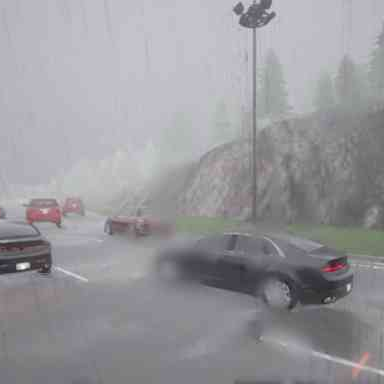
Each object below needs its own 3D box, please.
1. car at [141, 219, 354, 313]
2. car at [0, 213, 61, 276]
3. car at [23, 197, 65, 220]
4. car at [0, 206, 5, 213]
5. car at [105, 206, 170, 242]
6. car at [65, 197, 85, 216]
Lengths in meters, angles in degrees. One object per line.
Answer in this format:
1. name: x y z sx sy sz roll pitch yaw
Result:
1. car: 1.164 1.589 7.954 4.892 1.490 1.837 0 0 40
2. car: -5.775 1.592 10.008 1.837 1.490 4.892 0 0 -42
3. car: -10.914 1.436 24.209 2.150 2.045 5.566 0 -1 -28
4. car: -17.449 1.848 29.147 1.895 1.301 4.718 0 -1 -27
5. car: -2.969 1.523 17.772 2.097 1.767 4.553 1 -1 -35
6. car: -13.053 1.546 35.888 2.150 2.045 5.566 0 -1 -27
